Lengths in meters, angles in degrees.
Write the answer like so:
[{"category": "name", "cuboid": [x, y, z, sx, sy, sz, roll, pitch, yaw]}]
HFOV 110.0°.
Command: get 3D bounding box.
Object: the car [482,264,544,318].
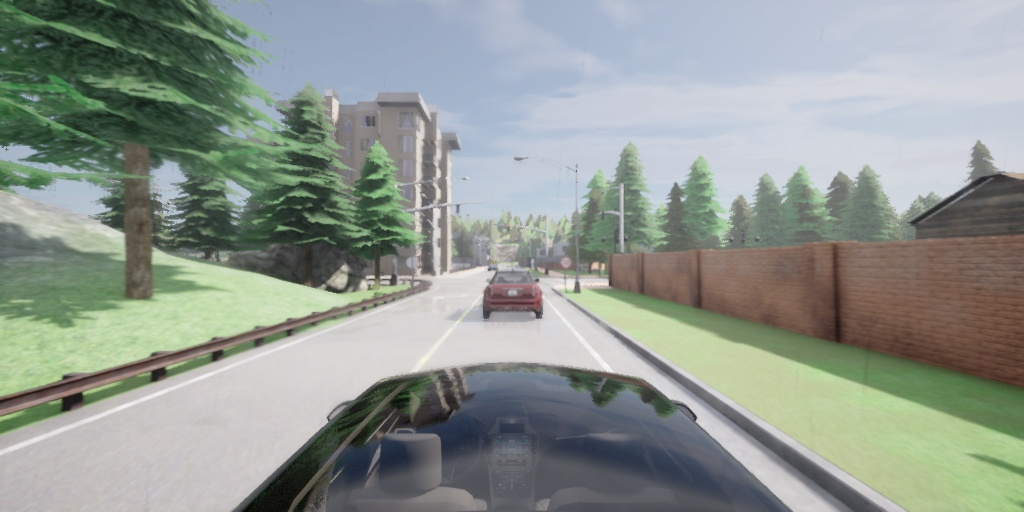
[{"category": "car", "cuboid": [0.044, 1.269, 13.975, 2.097, 1.767, 4.553, 0, -1, 1]}]
